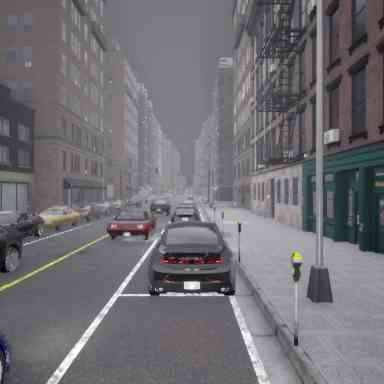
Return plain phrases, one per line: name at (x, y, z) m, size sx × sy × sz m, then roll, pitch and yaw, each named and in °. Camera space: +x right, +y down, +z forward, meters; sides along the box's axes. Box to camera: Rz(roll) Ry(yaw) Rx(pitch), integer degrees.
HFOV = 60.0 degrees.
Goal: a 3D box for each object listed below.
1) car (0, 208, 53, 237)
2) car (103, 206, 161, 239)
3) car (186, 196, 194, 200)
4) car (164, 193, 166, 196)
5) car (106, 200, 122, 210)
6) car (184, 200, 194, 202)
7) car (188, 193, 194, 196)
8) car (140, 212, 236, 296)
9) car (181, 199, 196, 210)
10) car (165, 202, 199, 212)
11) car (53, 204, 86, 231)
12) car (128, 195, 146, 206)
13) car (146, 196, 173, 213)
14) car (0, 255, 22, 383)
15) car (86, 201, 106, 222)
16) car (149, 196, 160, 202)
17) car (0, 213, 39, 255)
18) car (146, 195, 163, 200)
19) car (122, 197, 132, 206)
car at (-8.408, 1.566, 15.368) m, size 1.947 × 1.339 × 4.313 m, roll 0°, pitch 0°, yaw 0°
car at (-2.921, 1.601, 17.233) m, size 1.895 × 1.301 × 4.718 m, roll 0°, pitch 0°, yaw 0°
car at (-0.383, 1.519, 37.181) m, size 1.752 × 1.417 × 4.829 m, roll 0°, pitch 0°, yaw 0°
car at (-8.408, 1.486, 85.047) m, size 1.752 × 1.417 × 4.829 m, roll 0°, pitch 0°, yaw 0°
car at (-8.408, 1.548, 31.607) m, size 2.008 × 1.369 × 4.403 m, roll 0°, pitch 0°, yaw 0°
car at (-0.383, 1.565, 26.185) m, size 1.947 × 1.339 × 4.313 m, roll 0°, pitch 0°, yaw 0°
car at (-0.382, 1.396, 90.663) m, size 1.967 × 1.590 × 4.097 m, roll 0°, pitch 0°, yaw 0°
car at (0.000, 1.504, 8.650) m, size 1.837 × 1.490 × 4.892 m, roll 0°, pitch 0°, yaw 0°
car at (-0.383, 1.573, 42.423) m, size 1.802 × 1.307 × 4.206 m, roll 0°, pitch 0°, yaw 0°
car at (-0.383, 1.566, 20.772) m, size 1.947 × 1.339 × 4.313 m, roll 0°, pitch 0°, yaw 0°
car at (-8.408, 1.525, 20.611) m, size 1.752 × 1.417 × 4.829 m, roll 0°, pitch 0°, yaw 0°
car at (-8.408, 1.302, 47.845) m, size 2.192 × 1.841 × 5.009 m, roll 0°, pitch 0°, yaw 0°
car at (-3.025, 1.474, 32.881) m, size 1.882 × 1.535 × 5.008 m, roll 0°, pitch 0°, yaw 0°
car at (-2.922, 1.526, 1.759) m, size 1.812 × 1.442 × 4.674 m, roll 0°, pitch 0°, yaw 0°
car at (-8.408, 1.581, 26.194) m, size 1.802 × 1.307 × 4.206 m, roll 0°, pitch 0°, yaw 0°
car at (-8.408, 1.521, 74.308) m, size 2.008 × 1.369 × 4.403 m, roll 0°, pitch 0°, yaw 0°
car at (-5.870, 1.491, 7.830) m, size 2.128 × 1.511 × 4.902 m, roll 0°, pitch 0°, yaw 0°
car at (-5.770, 1.080, 48.245) m, size 1.882 × 1.535 × 5.008 m, roll 0°, pitch 0°, yaw 0°
car at (-8.408, 1.545, 37.020) m, size 2.008 × 1.369 × 4.403 m, roll 0°, pitch 0°, yaw 0°
